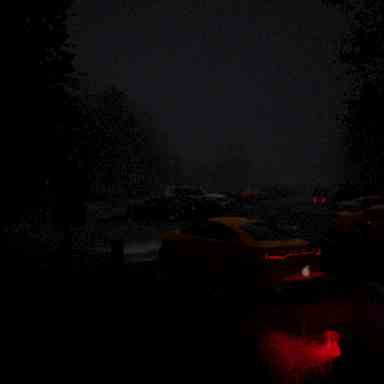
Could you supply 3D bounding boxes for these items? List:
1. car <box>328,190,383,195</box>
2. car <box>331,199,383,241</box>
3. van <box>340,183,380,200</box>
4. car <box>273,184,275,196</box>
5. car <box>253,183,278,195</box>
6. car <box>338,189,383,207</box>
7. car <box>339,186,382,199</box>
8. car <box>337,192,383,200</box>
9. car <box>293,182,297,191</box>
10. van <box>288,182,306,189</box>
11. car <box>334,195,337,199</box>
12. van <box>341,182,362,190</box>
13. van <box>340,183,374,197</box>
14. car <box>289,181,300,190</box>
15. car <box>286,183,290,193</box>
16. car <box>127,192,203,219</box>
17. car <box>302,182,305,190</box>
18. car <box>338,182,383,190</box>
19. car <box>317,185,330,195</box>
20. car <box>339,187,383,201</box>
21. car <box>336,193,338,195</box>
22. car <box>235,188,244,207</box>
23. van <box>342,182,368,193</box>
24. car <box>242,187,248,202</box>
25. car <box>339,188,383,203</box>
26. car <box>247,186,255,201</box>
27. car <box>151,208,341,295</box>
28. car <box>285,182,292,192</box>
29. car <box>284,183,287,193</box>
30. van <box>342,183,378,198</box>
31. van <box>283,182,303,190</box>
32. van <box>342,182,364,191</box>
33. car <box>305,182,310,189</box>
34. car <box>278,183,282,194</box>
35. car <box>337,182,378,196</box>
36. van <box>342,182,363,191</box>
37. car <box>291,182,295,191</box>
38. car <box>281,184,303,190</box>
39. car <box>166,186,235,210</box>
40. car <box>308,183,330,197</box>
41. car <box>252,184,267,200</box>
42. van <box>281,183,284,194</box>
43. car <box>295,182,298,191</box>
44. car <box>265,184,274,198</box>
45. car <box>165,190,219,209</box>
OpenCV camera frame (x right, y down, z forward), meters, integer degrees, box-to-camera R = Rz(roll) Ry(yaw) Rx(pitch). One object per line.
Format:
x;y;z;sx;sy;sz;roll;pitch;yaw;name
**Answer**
13.131;0.872;24.417;5.366;1.575;1.946;1;3;24;car
8.800;1.324;14.361;5.008;1.535;2.097;1;3;24;car
21.147;-0.099;42.022;4.442;1.987;1.878;1;2;24;van
8.203;0.010;44.889;4.892;1.521;2.231;1;3;24;car
9.378;-0.211;47.402;4.553;1.767;2.185;1;2;24;car
16.683;0.569;31.924;4.792;1.488;2.163;1;3;24;car
22.393;0.036;44.522;5.008;1.535;2.097;1;2;24;car
9.970;1.086;16.865;4.553;1.767;2.185;1;3;24;car
17.327;-0.709;65.126;4.892;1.521;2.231;1;2;24;car
28.599;-1.751;90.458;4.442;1.987;1.878;1;1;24;van
11.000;1.133;19.307;4.792;1.488;2.163;1;3;24;car
38.249;-1.436;80.032;4.442;1.987;1.878;1;2;24;van
24.555;-0.368;49.613;4.442;1.987;1.878;1;2;24;van
19.430;-0.893;70.265;5.366;1.575;1.946;1;2;24;car
13.878;-0.414;57.551;4.792;1.488;2.163;1;2;24;car
-2.064;1.034;22.146;4.792;1.488;2.163;1;3;24;car
23.012;-1.154;77.782;5.008;1.535;2.097;1;2;24;car
15.598;0.402;29.365;5.566;2.045;2.435;1;3;24;car
22.504;-0.406;56.813;1.882;1.535;5.008;1;2;24;car
20.143;0.252;39.467;4.792;1.488;2.163;1;2;24;car
12.161;1.031;21.820;4.674;1.452;2.002;1;3;24;car
1.549;0.666;29.644;5.366;1.575;1.946;1;3;24;car
31.639;-0.900;64.781;4.442;1.987;1.878;1;2;24;van
2.524;0.554;32.248;4.892;1.521;2.231;1;3;24;car
19.060;0.348;37.062;4.792;1.488;2.163;1;3;24;car
3.488;0.434;34.855;5.366;1.575;1.946;1;3;24;car
0.921;1.381;8.560;1.882;1.535;5.008;2;-1;-31;car
15.017;-0.503;60.081;4.792;1.488;2.163;1;2;24;car
12.739;-0.326;55.021;4.792;1.488;2.163;1;2;24;car
23.631;-0.276;46.993;4.442;1.987;1.878;1;2;24;van
25.189;-1.559;82.880;4.442;1.987;1.878;1;2;24;van
36.185;-1.255;74.879;4.442;1.987;1.878;1;2;24;van
26.460;-1.671;85.350;5.566;2.045;2.435;1;2;24;car
10.514;-0.147;49.936;4.792;1.488;2.163;1;2;24;car
25.772;-0.481;52.100;5.566;2.045;2.435;1;2;24;car
37.270;-1.339;77.290;4.442;1.987;1.878;1;2;24;van
16.014;-0.627;62.674;5.366;1.575;1.946;1;2;24;car
24.158;-1.203;80.310;4.674;1.452;2.002;1;2;24;car
0.266;0.529;27.168;5.566;2.045;2.435;1;3;24;car
18.279;-0.063;47.429;2.128;1.511;4.902;1;2;24;car
5.816;0.206;40.023;5.366;1.575;1.946;1;3;24;car
11.733;-0.490;52.422;4.442;1.987;1.878;1;2;24;van
18.455;-0.798;67.661;4.892;1.521;2.231;1;2;24;car
7.243;0.110;42.289;5.366;1.575;1.946;1;3;24;car
-0.894;0.892;24.660;5.008;1.535;2.097;1;3;24;car
